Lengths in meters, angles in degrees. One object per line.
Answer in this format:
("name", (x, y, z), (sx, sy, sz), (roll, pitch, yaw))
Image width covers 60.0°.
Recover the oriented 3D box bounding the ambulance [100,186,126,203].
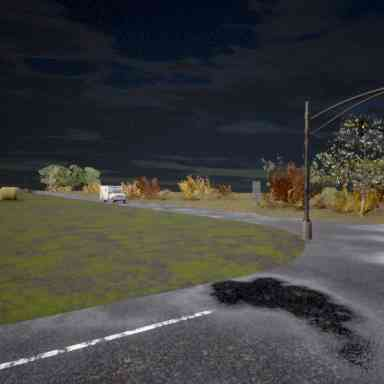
("ambulance", (-11.873, 0.341, 50.071), (2.351, 2.431, 6.366), (2, 0, -32))
